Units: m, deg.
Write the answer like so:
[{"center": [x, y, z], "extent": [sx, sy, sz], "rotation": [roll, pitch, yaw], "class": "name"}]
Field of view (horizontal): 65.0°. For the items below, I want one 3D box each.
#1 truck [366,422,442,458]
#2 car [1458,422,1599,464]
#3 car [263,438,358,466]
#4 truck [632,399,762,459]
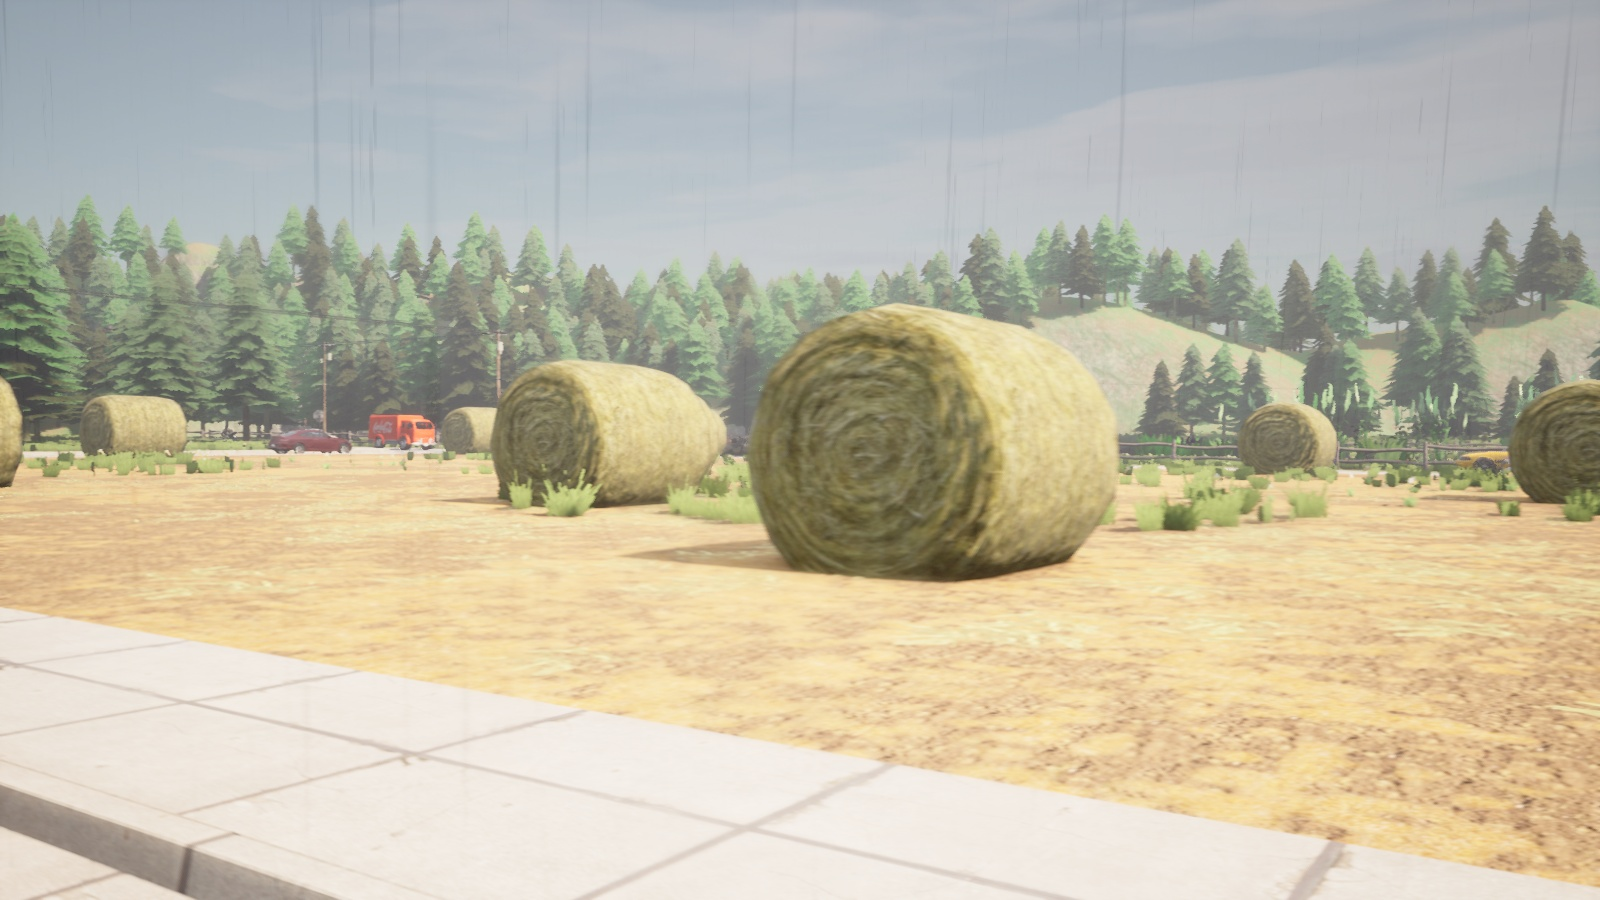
[{"center": [-28.016, -0.727, 88.774], "extent": [5.204, 2.467, 2.627], "rotation": [1, 1, 38], "class": "truck"}, {"center": [29.092, -0.277, 49.485], "extent": [5.366, 1.575, 1.801], "rotation": [0, 1, 37], "class": "car"}, {"center": [-27.216, 0.076, 69.919], "extent": [1.812, 1.442, 4.674], "rotation": [0, 1, 35], "class": "car"}, {"center": [-6.335, -1.246, 76.570], "extent": [7.936, 3.462, 2.891], "rotation": [0, 1, 37], "class": "truck"}]
